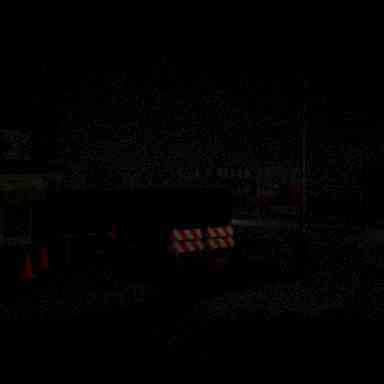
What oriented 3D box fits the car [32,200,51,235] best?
[{"bbox_3d":[-7.468,1.002,14.056,1.905,1.878,3.866,0,0,-1],"label":"car"}]
